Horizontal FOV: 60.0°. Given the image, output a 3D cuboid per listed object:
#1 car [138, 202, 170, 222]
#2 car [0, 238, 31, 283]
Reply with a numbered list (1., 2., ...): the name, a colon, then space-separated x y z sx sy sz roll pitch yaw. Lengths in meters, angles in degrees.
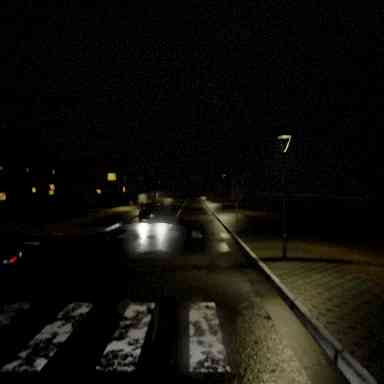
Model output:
1. car: -2.672 1.402 24.266 1.994 1.385 4.181 0 0 1
2. car: -6.506 1.323 7.250 5.357 1.411 2.033 5 0 -17
